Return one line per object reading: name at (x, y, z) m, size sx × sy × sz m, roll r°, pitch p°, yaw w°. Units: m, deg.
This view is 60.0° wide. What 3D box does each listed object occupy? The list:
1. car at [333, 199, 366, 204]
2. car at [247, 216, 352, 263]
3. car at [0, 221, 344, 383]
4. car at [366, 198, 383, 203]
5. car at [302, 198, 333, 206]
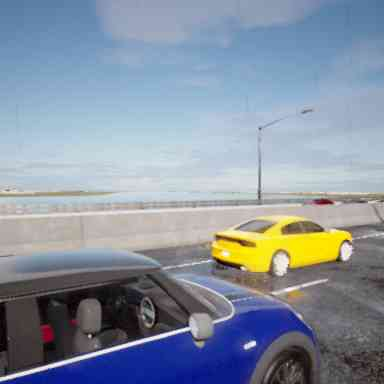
car at (18.701, 1.455, 38.502) m, size 4.181 × 1.385 × 1.994 m, roll 0°, pitch 0°, yaw -35°
car at (2.894, 1.454, 10.091) m, size 5.008 × 1.535 × 1.882 m, roll 0°, pitch 0°, yaw -35°
car at (-0.843, 1.349, 3.139) m, size 4.553 × 1.767 × 2.097 m, roll 0°, pitch 0°, yaw -35°
car at (21.342, 1.392, 36.074) m, size 4.892 × 1.490 × 1.837 m, roll 0°, pitch 0°, yaw -35°
car at (15.376, 1.421, 40.461) m, size 4.674 × 1.442 × 1.812 m, roll 0°, pitch 0°, yaw -35°
